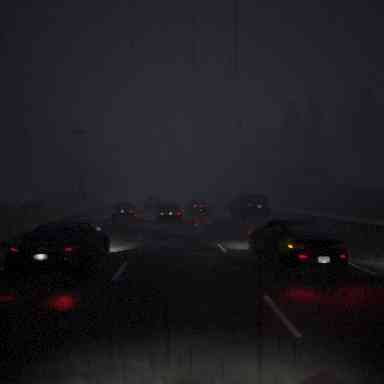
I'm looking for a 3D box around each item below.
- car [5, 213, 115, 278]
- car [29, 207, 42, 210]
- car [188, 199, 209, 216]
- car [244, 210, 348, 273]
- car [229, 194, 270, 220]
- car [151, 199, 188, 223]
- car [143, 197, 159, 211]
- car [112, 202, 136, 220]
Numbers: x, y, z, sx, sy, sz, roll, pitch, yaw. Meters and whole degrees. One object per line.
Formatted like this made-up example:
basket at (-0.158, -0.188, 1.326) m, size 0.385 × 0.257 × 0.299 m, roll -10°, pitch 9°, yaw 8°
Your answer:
car at (-3.844, 1.569, 10.194) m, size 1.994 × 1.385 × 4.181 m, roll 0°, pitch 0°, yaw -3°
car at (-19.153, 1.626, 40.312) m, size 1.895 × 1.301 × 4.718 m, roll 0°, pitch 0°, yaw -14°
car at (0.419, 1.487, 33.142) m, size 2.128 × 1.511 × 4.902 m, roll 0°, pitch 0°, yaw -10°
car at (3.154, 1.519, 10.580) m, size 1.812 × 1.442 × 4.674 m, roll 0°, pitch 0°, yaw -3°
car at (4.810, 1.210, 28.221) m, size 2.150 × 2.045 × 5.566 m, roll 0°, pitch 0°, yaw -8°
car at (-1.856, 1.547, 25.513) m, size 2.033 × 1.411 × 5.357 m, roll 0°, pitch 0°, yaw -8°
car at (-4.981, 1.354, 41.851) m, size 2.097 × 1.767 × 4.553 m, roll 0°, pitch 0°, yaw -13°
car at (-5.809, 1.553, 28.292) m, size 2.033 × 1.411 × 5.357 m, roll 0°, pitch 0°, yaw -9°
